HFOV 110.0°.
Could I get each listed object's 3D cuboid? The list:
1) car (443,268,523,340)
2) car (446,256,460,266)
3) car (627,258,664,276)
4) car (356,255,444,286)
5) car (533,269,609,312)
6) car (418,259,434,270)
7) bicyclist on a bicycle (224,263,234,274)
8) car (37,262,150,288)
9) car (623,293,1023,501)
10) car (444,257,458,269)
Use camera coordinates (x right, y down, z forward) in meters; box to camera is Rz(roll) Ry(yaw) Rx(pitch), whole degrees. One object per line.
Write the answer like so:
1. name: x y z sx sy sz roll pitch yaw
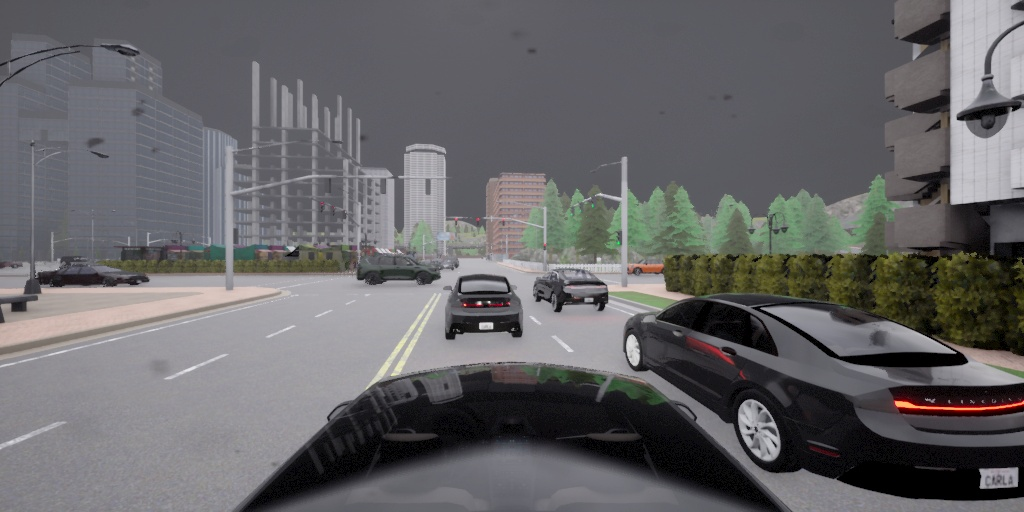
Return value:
1. car: -0.857 1.254 10.090 1.837 1.490 4.892 0 0 -7
2. car: -10.153 0.967 59.864 2.150 2.045 5.566 0 0 -6
3. car: 14.058 1.099 37.499 4.553 1.767 2.097 0 0 -5
4. car: -7.793 0.971 24.834 5.566 2.045 2.150 0 0 -5
5. car: 2.140 1.241 14.205 2.128 1.511 4.902 0 0 -9
6. car: -13.169 1.251 55.317 1.837 1.490 4.892 0 0 -6
7. bicyclist on a bicycle: -29.516 1.008 37.408 0.582 1.620 1.656 0 5 -5
8. car: -26.953 1.296 23.147 5.357 1.411 2.033 0 0 -5
9. car: 3.113 1.255 4.844 1.837 1.490 4.892 0 0 -4
10. car: -9.059 1.238 50.064 2.128 1.511 4.902 0 0 -6
